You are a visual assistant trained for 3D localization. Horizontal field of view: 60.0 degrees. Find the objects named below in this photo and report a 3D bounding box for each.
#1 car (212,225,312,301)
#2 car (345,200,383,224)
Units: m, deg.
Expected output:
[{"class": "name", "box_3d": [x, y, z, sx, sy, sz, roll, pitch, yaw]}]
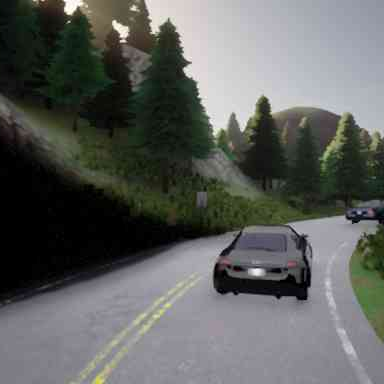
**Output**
[{"class": "car", "box_3d": [1.915, 1.503, 8.326, 1.994, 1.385, 4.181, -1, 0, 20]}, {"class": "car", "box_3d": [11.590, 1.191, 20.787, 5.357, 1.411, 2.033, -2, -2, -39]}]
